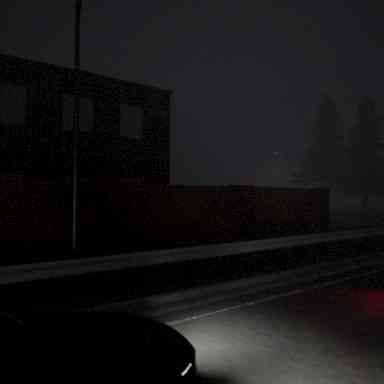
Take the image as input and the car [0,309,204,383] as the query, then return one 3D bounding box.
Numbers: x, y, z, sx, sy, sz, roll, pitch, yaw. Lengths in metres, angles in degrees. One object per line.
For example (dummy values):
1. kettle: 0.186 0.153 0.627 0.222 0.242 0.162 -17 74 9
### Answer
1. car: -2.053 1.520 2.279 4.674 1.442 1.812 1 0 -35
